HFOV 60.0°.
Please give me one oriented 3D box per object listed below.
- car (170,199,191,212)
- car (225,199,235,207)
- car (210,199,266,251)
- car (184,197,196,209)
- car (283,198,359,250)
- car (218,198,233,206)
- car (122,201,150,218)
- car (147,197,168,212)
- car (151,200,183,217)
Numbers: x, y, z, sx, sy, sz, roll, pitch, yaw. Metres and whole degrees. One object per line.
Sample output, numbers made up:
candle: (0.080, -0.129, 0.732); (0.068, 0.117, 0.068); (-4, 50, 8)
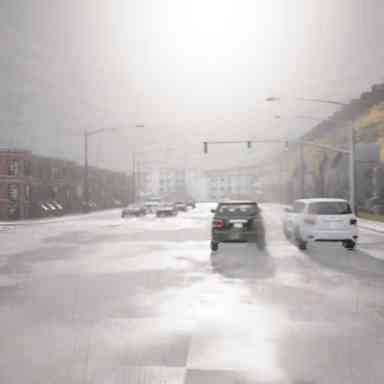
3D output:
car: (-1.691, 2.059, 47.033); (1.812, 1.442, 4.674); (-1, -1, 6)
car: (7.146, 2.080, 62.743); (1.837, 1.490, 4.892); (-1, -1, 6)
car: (2.002, 1.356, 14.991); (2.150, 2.045, 5.566); (-1, -1, 6)
car: (-0.541, 1.852, 57.587); (2.150, 2.045, 5.566); (-1, -1, 6)
car: (5.528, 1.305, 14.950); (2.150, 2.045, 5.566); (-1, -1, 7)
car: (7.530, 2.232, 75.287); (2.128, 1.511, 4.902); (-1, -1, -7)
car: (-6.356, 2.017, 36.977); (1.812, 1.442, 4.674); (-1, -1, 6)
car: (-5.268, 1.801, 46.584); (2.150, 2.045, 5.566); (-1, -1, 7)
car: (-2.749, 1.996, 37.815); (2.033, 1.411, 5.357); (-1, -1, 6)
